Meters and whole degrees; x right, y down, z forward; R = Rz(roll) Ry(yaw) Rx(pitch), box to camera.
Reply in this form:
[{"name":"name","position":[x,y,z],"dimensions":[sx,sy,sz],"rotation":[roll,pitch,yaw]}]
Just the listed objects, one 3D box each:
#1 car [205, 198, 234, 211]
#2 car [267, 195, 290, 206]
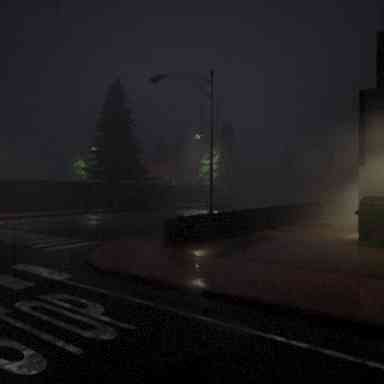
[{"name":"car","position":[3.414,1.454,39.969],"dimensions":[1.812,1.442,4.674],"rotation":[0,0,37]},{"name":"car","position":[13.776,1.262,52.859],"dimensions":[4.902,1.511,2.128],"rotation":[0,0,-44]}]
